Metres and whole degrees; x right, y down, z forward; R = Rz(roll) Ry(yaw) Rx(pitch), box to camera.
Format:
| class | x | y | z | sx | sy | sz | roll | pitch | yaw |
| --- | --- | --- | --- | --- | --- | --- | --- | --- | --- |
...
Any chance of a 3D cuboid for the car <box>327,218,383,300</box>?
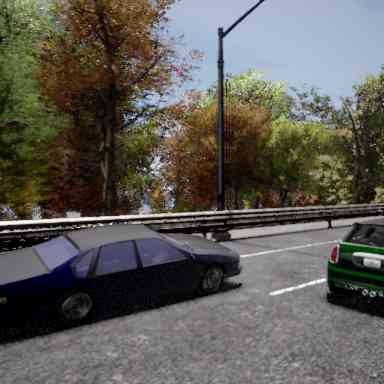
| class | x | y | z | sx | sy | sz | roll | pitch | yaw |
| --- | --- | --- | --- | --- | --- | --- | --- | --- | --- |
| car | 5.088 | 1.345 | 7.491 | 4.553 | 1.767 | 2.097 | 0 | 0 | -36 |

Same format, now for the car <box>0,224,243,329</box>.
| class | x | y | z | sx | sy | sz | roll | pitch | yaw |
| --- | --- | --- | --- | --- | --- | --- | --- | --- | --- |
| car | -1.373 | 1.460 | 7.023 | 5.357 | 1.411 | 2.033 | -2 | 11 | -36 |
